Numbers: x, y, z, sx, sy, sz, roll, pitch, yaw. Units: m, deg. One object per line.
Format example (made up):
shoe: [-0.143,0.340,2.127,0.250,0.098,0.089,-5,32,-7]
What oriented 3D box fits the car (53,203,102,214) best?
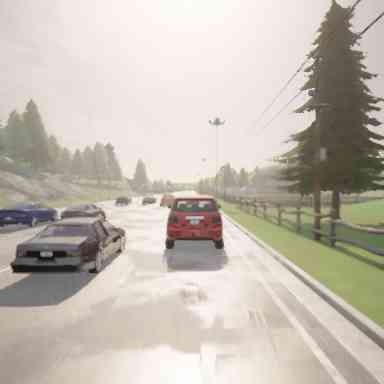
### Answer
car: [-6.904,1.403,21.322,1.812,1.442,4.674,0,0,0]

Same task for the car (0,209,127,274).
car: [-3.402,1.488,10.290,2.033,1.411,5.357,0,0,0]

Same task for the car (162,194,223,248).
car: [0.098,1.141,14.421,2.150,2.045,5.566,0,0,0]

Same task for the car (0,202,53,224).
car: [-10.404,1.353,21.377,1.882,1.535,5.008,0,0,0]

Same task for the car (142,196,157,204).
car: [-6.913,1.259,54.471,1.994,1.385,4.181,0,0,0]

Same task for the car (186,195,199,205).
car: [0.088,1.192,51.510,1.882,1.535,5.008,0,0,0]

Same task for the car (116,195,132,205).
car: [-10.412,1.216,51.113,1.837,1.490,4.892,0,0,0]
